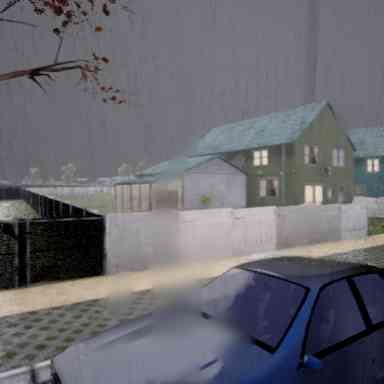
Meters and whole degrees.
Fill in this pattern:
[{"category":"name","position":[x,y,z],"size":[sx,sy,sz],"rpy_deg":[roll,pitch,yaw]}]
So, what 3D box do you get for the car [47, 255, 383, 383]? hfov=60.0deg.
[{"category":"car","position":[1.217,1.549,3.933],"size":[5.357,1.411,2.033],"rpy_deg":[0,0,-35]}]
